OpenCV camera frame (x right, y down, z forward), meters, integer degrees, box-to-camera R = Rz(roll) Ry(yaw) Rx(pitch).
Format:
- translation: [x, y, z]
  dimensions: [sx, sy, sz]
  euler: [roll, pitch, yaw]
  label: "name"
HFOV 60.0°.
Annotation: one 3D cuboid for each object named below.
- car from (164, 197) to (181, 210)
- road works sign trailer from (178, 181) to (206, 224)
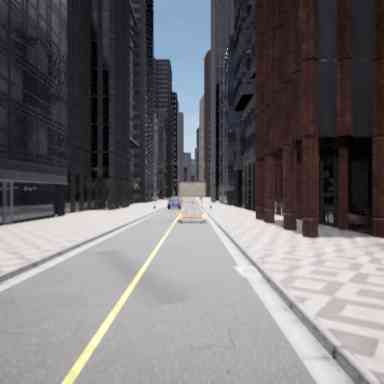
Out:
- translation: [-3.047, 1.936, 56.607]
  dimensions: [2.150, 2.045, 5.566]
  euler: [0, -1, 1]
  label: "car"
- translation: [0.027, 0.821, 28.538]
  dimensions: [2.380, 3.560, 2.880]
  euler: [0, -1, 0]
  label: "road works sign trailer"
